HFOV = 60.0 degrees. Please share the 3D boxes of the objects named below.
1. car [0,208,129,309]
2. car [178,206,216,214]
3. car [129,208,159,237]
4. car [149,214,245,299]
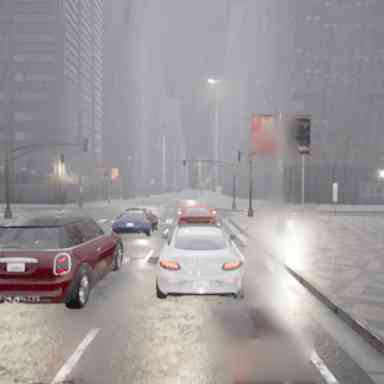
[{"bbox_3d":[-3.085,1.347,7.996,2.097,1.767,4.553,0,0,0],"label":"car"},{"bbox_3d":[0.263,1.463,17.638,1.882,1.535,5.008,0,0,0],"label":"car"},{"bbox_3d":[-2.985,1.549,18.129,1.994,1.385,4.181,0,0,1],"label":"car"},{"bbox_3d":[0.182,1.520,8.309,1.812,1.442,4.674,0,0,0],"label":"car"}]
